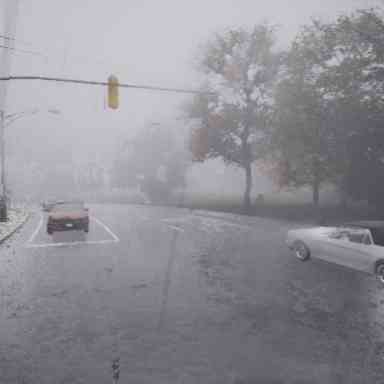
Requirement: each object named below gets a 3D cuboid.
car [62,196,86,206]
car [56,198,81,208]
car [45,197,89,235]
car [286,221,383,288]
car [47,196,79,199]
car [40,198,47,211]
[{"bbox_3d":[-19.970,1.451,55.994,2.128,1.511,4.902,-1,0,-41],"label":"car"},{"bbox_3d":[-17.519,1.522,47.049,1.895,1.301,4.718,-1,0,-38],"label":"car"},{"bbox_3d":[-6.636,1.266,17.801,1.882,1.535,5.008,-1,1,-22],"label":"car"},{"bbox_3d":[4.492,1.406,8.540,1.895,1.301,4.718,-1,1,-19],"label":"car"},{"bbox_3d":[-10.478,1.264,26.934,1.882,1.535,5.008,-1,0,-25],"label":"car"},{"bbox_3d":[-15.073,1.373,36.170,1.837,1.490,4.892,-1,0,-29],"label":"car"}]
